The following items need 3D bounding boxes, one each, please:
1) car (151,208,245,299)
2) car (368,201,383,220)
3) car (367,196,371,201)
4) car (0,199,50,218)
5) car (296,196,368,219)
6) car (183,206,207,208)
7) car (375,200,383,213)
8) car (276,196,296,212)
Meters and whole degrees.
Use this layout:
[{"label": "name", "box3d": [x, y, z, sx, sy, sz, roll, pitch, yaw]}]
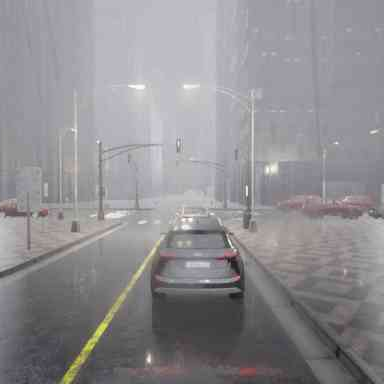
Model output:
[{"label": "car", "box3d": [0.133, 1.428, 8.475, 2.033, 1.649, 4.856, 0, 0, 1]}, {"label": "car", "box3d": [17.850, 1.742, 29.239, 4.313, 1.339, 1.947, 0, 1, 0]}, {"label": "car", "box3d": [17.861, 1.354, 37.760, 5.009, 1.841, 2.192, 0, 1, 0]}, {"label": "car", "box3d": [-14.834, 1.566, 29.236, 4.507, 1.381, 1.887, 0, 1, 0]}, {"label": "car", "box3d": [12.208, 1.463, 29.235, 5.009, 1.841, 2.192, 0, 1, 0]}, {"label": "car", "box3d": [0.147, 1.507, 17.562, 1.837, 1.490, 4.892, 0, 0, 0]}, {"label": "car", "box3d": [23.502, 1.634, 37.763, 4.313, 1.339, 1.947, 0, 1, 0]}, {"label": "car", "box3d": [12.218, 1.325, 37.759, 5.009, 1.841, 2.192, 0, 1, 0]}]
